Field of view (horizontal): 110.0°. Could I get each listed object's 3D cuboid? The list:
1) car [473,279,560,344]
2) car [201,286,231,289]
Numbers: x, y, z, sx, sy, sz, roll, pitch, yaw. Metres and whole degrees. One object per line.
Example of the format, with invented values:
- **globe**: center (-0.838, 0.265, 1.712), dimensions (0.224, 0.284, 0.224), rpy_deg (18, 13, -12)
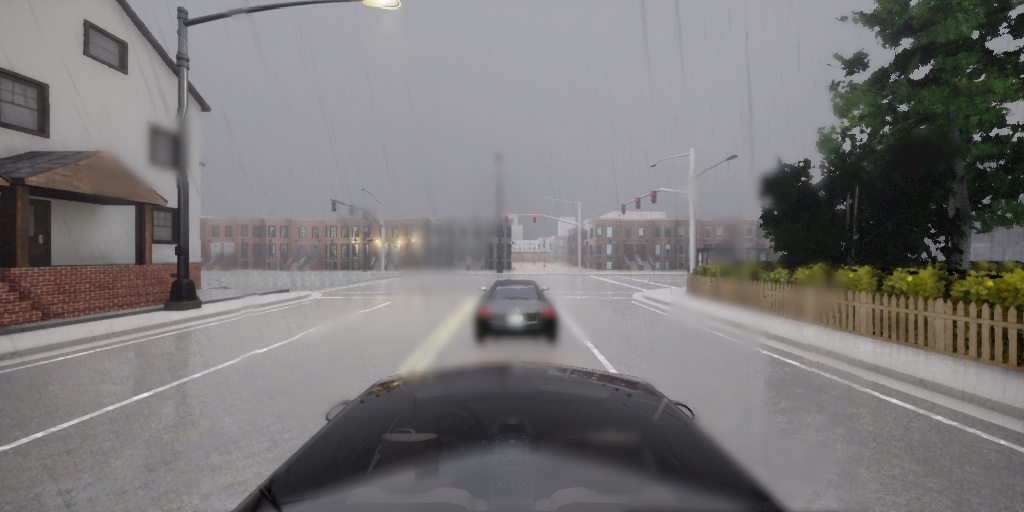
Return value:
- **car**: center (0.102, 1.314, 9.612), dimensions (1.994, 1.385, 4.181), rpy_deg (0, 0, 0)
- **car**: center (-22.429, 3.308, 26.870), dimensions (5.566, 2.045, 2.150), rpy_deg (-13, 1, -1)
